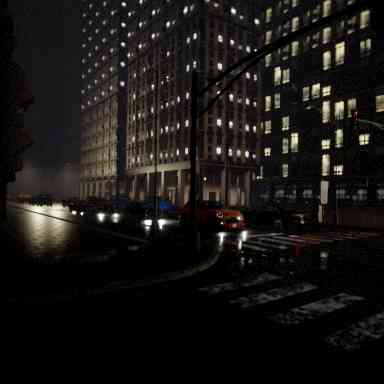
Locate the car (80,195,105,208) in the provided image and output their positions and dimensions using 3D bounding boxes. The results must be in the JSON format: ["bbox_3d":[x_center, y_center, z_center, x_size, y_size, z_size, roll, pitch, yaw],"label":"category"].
[{"bbox_3d":[-14.323,1.322,47.752,2.097,1.767,4.553,1,-1,-36],"label":"car"}]

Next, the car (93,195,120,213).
[{"bbox_3d":[-9.960,1.399,36.090,1.882,1.535,5.008,1,-1,-36],"label":"car"}]

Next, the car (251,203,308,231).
[{"bbox_3d":[4.819,1.505,20.796,2.128,1.511,4.902,1,0,-37],"label":"car"}]

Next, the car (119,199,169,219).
[{"bbox_3d":[-4.093,1.499,27.822,1.994,1.385,4.181,1,-1,-35],"label":"car"}]

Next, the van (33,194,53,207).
[{"bbox_3d":[-20.698,1.194,46.722,1.690,1.788,3.998,1,-1,-35],"label":"van"}]

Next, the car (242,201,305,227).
[{"bbox_3d":[5.765,1.500,23.951,1.967,1.590,4.097,1,-1,-35],"label":"car"}]

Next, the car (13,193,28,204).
[{"bbox_3d":[-30.515,1.152,60.535,2.192,1.841,5.009,1,-1,-35],"label":"car"}]

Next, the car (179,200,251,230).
[{"bbox_3d":[1.111,1.300,20.509,2.097,1.767,4.553,1,-1,-35],"label":"car"}]

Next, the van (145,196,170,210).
[{"bbox_3d":[-4.051,1.377,37.764,1.690,1.788,3.998,1,-1,-35],"label":"van"}]

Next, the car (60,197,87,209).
[{"bbox_3d":[-15.950,1.401,44.585,2.128,1.511,4.902,1,-1,-35],"label":"car"}]

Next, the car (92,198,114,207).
[{"bbox_3d":[-13.873,1.581,51.574,1.947,1.339,4.313,1,-1,-35],"label":"car"}]

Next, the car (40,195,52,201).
[{"bbox_3d":[-36.780,1.565,83.802,1.802,1.307,4.206,1,-1,-35],"label":"car"}]

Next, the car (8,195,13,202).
[{"bbox_3d":[-37.064,1.394,69.741,1.947,1.339,4.313,1,-1,-35],"label":"car"}]

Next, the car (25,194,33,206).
[{"bbox_3d":[-23.974,1.429,51.324,1.802,1.307,4.206,1,-1,-35],"label":"car"}]

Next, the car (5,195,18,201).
[{"bbox_3d":[-40.336,1.375,74.345,2.008,1.369,4.403,1,-1,-35],"label":"car"}]

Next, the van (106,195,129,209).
[{"bbox_3d":[-10.596,1.363,46.973,1.690,1.788,3.998,1,-1,-35],"label":"van"}]

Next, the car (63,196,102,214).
[{"bbox_3d":[-10.884,1.424,32.908,2.008,1.369,4.403,1,-1,-35],"label":"car"}]

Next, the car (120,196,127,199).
[{"bbox_3d":[-7.327,1.579,42.366,2.008,1.369,4.403,1,-1,-35],"label":"car"}]
